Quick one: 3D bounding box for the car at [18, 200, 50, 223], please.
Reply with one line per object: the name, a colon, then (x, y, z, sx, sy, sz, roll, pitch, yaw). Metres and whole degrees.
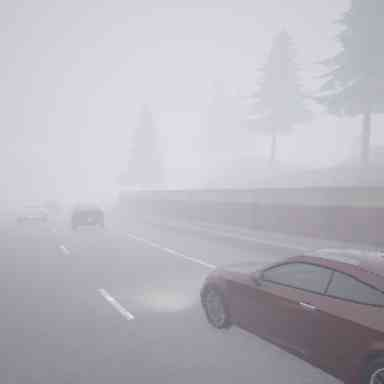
car: (-12.442, 1.589, 26.161, 1.812, 1.442, 4.674, 0, 0, -21)

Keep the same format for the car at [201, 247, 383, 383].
car: (1.957, 1.510, 4.600, 1.812, 1.442, 4.674, 0, 0, -32)

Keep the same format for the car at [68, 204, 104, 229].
car: (-7.067, 1.509, 22.070, 1.882, 1.535, 5.008, 0, 0, -23)

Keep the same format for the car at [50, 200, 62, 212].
car: (-16.673, 1.631, 39.481, 2.033, 1.411, 5.357, 0, 0, -15)
